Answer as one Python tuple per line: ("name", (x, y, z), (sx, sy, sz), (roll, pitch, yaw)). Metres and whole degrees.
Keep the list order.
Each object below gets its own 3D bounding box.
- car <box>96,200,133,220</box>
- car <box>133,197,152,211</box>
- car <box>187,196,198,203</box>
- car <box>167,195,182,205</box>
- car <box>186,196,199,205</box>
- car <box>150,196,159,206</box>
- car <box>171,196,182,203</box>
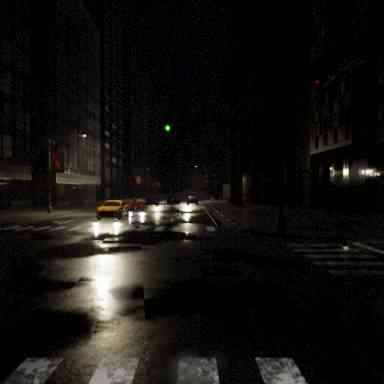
("car", (-6.553, 1.458, 27.952), (1.882, 1.535, 5.008), (0, 0, 0))
("car", (-6.536, 1.573, 40.779), (1.895, 1.301, 4.718), (0, 0, 0))
("car", (0.089, 1.520, 67.484), (1.994, 1.385, 4.181), (0, 0, 0))
("car", (-3.175, 1.314, 57.421), (2.097, 1.767, 4.553), (0, 0, 0))
("car", (0.074, 1.454, 57.064), (2.128, 1.511, 4.902), (0, 0, 0))
("car", (-6.496, 1.441, 54.694), (1.882, 1.535, 5.008), (0, 0, 1))
("car", (-3.161, 1.520, 67.489), (1.994, 1.385, 4.181), (0, 0, 0))
